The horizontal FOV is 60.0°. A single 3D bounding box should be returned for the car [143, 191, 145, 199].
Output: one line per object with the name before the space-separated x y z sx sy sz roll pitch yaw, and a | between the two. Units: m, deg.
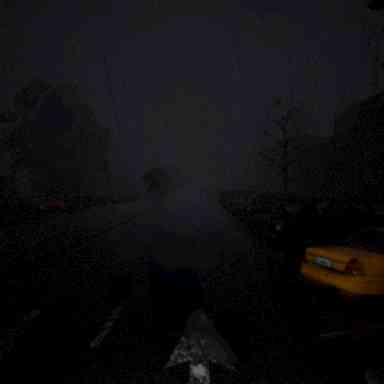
car | -11.834 0.683 62.771 4.553 1.767 2.185 -1 1 -19

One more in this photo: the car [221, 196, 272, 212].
car | 5.671 1.189 34.616 4.792 1.488 2.163 1 1 -19

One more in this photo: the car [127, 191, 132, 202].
car | -12.066 0.970 50.895 4.792 1.488 2.163 -1 0 -19

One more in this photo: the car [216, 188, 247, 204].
car | 5.601 0.942 31.606 5.566 2.045 2.435 1 1 -19

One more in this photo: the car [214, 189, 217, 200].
car | 5.804 0.874 37.644 5.566 2.045 2.435 1 0 -19

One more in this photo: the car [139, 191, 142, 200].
car | -11.786 0.869 56.891 5.366 1.575 1.946 -1 0 -19

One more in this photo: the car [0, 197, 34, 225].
car | -12.823 1.307 20.727 4.792 1.488 2.163 -1 0 -19

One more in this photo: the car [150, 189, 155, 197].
car | -11.868 0.644 77.578 5.008 1.535 2.097 -1 1 -21

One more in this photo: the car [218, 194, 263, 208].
car | 5.855 1.091 40.635 5.008 1.535 2.097 1 1 -19

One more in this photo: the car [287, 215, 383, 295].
car | 5.115 1.440 7.585 5.366 1.575 1.946 1 0 -18

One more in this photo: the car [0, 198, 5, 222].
car | -13.111 1.315 17.258 5.366 1.575 1.946 -1 1 -18

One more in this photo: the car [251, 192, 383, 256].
car | 5.056 1.170 10.560 5.566 2.045 2.435 1 0 -18

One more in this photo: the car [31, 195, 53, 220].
car | -12.791 1.115 24.095 4.553 1.767 2.185 -1 0 -18

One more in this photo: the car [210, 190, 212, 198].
car | 6.461 0.885 58.752 5.366 1.575 1.946 1 0 -19

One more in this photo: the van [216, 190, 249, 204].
van | 5.976 0.762 49.607 4.442 1.987 1.878 1 1 -19

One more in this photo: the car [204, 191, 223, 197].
car | 6.008 0.537 91.900 4.674 1.452 2.002 1 1 -23

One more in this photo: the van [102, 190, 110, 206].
van | -12.278 0.846 39.018 4.442 1.987 1.878 -1 0 -19

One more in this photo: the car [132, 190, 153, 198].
car | -11.961 0.487 80.530 4.553 1.767 2.185 -1 0 -21

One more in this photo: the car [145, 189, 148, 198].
car | -11.824 0.776 65.728 5.008 1.535 2.097 -1 1 -19

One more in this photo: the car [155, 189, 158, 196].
car | -12.062 0.420 86.467 4.553 1.767 2.185 -1 1 -22

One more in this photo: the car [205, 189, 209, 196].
car | 6.359 0.639 79.820 5.008 1.535 2.097 1 1 -21

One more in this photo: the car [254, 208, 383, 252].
car | 5.117 1.435 13.563 4.674 1.452 2.002 1 1 -18

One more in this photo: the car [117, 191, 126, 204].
car | -12.062 1.002 44.993 5.366 1.575 1.946 -1 0 -19

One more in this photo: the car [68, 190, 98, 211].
car | -12.562 0.889 33.015 5.566 2.045 2.435 -1 1 -19

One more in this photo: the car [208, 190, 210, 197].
car | 6.370 0.817 64.717 4.892 1.521 2.231 1 0 -19

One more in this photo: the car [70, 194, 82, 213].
car | -12.610 1.214 30.056 4.674 1.452 2.002 -1 0 -19

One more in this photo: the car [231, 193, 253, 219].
car | 5.351 1.170 22.601 4.553 1.767 2.185 1 0 -18

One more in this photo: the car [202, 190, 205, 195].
car | 6.273 0.352 82.824 5.566 2.045 2.435 1 1 -22

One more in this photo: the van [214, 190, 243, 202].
van | 6.119 0.694 55.629 4.442 1.987 1.878 1 1 -19

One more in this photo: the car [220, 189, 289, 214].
car | 5.444 1.010 25.595 5.566 2.045 2.435 1 1 -19

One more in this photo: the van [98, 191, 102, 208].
van | -12.350 0.880 36.042 4.442 1.987 1.878 -1 0 -18

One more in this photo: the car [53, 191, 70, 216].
car | -12.653 1.081 27.083 4.553 1.767 2.185 -1 1 -19

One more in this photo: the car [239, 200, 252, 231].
car | 5.211 1.364 16.586 5.008 1.535 2.097 1 1 -18

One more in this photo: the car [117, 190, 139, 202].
car | -12.051 0.657 53.841 5.566 2.045 2.435 -1 1 -19

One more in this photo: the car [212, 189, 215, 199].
car | 5.957 0.807 43.650 5.566 2.045 2.435 1 0 -19

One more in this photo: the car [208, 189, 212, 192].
car | 6.387 0.655 67.735 4.553 1.767 2.185 1 0 -20

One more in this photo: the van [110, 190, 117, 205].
van | -12.206 0.813 41.995 4.442 1.987 1.878 -1 0 -19

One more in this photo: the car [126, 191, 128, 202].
car | -12.192 1.004 47.894 4.792 1.488 2.163 -1 1 -19

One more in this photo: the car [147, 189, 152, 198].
car | -11.849 0.740 71.639 4.792 1.488 2.163 -1 1 -20

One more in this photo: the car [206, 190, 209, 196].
car | 6.412 0.710 73.783 5.008 1.535 2.097 1 0 -21

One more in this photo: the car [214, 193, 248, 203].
car | 6.182 0.985 52.674 4.792 1.488 2.163 1 0 -19
